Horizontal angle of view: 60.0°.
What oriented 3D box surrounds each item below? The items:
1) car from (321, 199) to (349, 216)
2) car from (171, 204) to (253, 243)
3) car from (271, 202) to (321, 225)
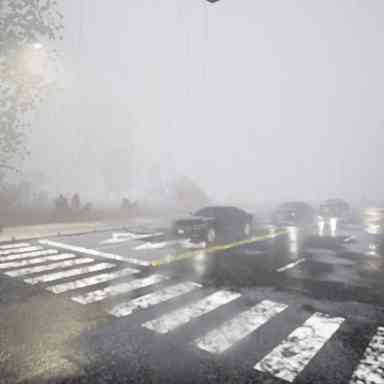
[{"bbox_3d":[13.484,1.387,31.524,2.128,1.511,4.902,1,1,38],"label":"car"},{"bbox_3d":[1.083,1.360,15.661,1.882,1.535,5.008,1,1,38],"label":"car"},{"bbox_3d":[7.243,1.415,23.550,1.812,1.442,4.674,1,1,38],"label":"car"}]
